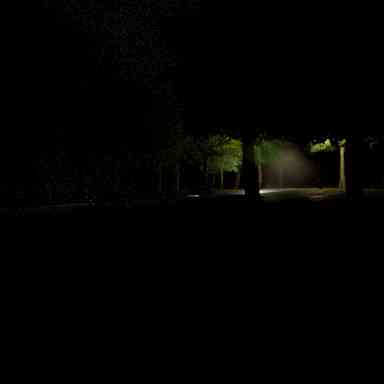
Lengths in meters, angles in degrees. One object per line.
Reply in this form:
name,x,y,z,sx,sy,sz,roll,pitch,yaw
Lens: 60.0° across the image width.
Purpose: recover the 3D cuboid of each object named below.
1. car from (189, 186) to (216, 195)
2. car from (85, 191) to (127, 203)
car,1.706,-0.252,53.347,2.033,1.411,5.357,-1,2,38
car,-9.883,0.523,38.352,1.895,1.301,4.718,-1,2,37
